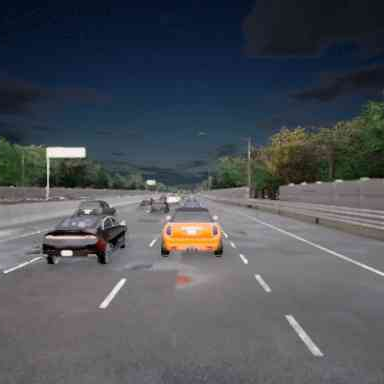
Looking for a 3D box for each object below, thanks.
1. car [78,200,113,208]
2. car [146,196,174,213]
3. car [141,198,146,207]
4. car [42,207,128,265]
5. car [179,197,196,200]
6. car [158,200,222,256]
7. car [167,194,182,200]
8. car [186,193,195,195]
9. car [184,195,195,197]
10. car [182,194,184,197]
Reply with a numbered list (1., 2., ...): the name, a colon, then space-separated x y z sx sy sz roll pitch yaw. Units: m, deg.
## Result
1. car: -7.003 1.383 24.438 2.097 1.767 4.553 0 0 0
2. car: -3.504 1.542 37.224 2.128 1.511 4.902 0 0 0
3. car: -7.005 1.603 53.375 1.812 1.442 4.674 0 0 0
4. car: -3.503 1.506 11.736 2.128 1.511 4.902 0 0 0
5. car: -0.003 1.594 34.633 2.033 1.411 5.357 0 0 0
6. car: -0.002 1.368 13.346 2.097 1.767 4.553 0 0 0
7. car: -3.507 1.314 61.917 2.150 2.045 5.566 0 0 0
8. car: -0.008 1.657 82.285 2.128 1.511 4.902 0 0 0
9. car: -0.005 1.631 56.721 2.033 1.411 5.357 0 0 0
10. car: -3.508 1.658 83.152 1.812 1.442 4.674 0 0 0
